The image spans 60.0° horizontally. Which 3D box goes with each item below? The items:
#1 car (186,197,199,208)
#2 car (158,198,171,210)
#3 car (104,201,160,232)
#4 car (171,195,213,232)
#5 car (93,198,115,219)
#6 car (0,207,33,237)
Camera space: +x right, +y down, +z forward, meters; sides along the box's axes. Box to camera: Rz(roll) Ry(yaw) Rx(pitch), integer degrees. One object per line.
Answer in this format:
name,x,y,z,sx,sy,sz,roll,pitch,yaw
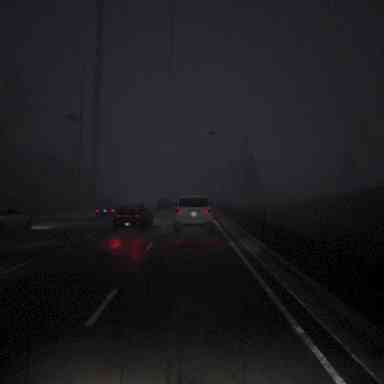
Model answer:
car,0.085,1.523,50.321,1.812,1.442,4.674,0,0,0
car,-3.410,1.475,42.322,1.882,1.535,5.008,0,0,0
car,-3.404,1.490,19.878,2.128,1.511,4.902,0,0,0
car,0.094,1.220,20.066,2.150,2.045,5.566,0,0,0
car,-6.904,1.545,28.924,2.033,1.411,5.357,0,0,0
car,-10.407,1.524,17.884,1.812,1.442,4.674,0,0,0
